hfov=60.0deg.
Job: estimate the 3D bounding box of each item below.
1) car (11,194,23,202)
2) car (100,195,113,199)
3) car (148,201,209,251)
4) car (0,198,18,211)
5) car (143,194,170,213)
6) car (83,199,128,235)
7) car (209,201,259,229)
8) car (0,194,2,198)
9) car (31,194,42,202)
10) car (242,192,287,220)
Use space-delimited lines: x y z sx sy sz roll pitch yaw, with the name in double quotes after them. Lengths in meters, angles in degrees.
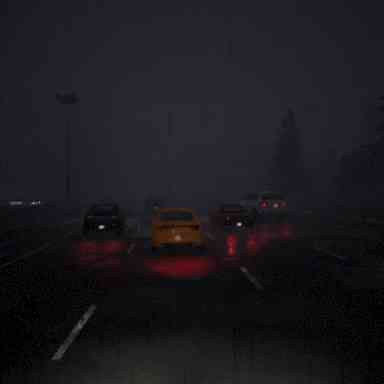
-34.847 1.162 66.119 2.128 1.511 4.902 -1 1 -28 "car"
-14.580 1.160 56.556 1.812 1.442 4.674 0 0 -23 "car"
-0.693 1.370 13.729 1.882 1.535 5.008 0 1 -5 "car"
-17.501 1.468 29.709 1.895 1.301 4.718 0 0 -13 "car"
-3.872 1.245 33.634 2.128 1.511 4.902 0 1 -12 "car"
-4.548 1.375 17.872 2.128 1.511 4.902 0 0 -8 "car"
2.234 1.425 20.126 1.895 1.301 4.718 0 0 -8 "car"
-41.340 0.950 70.284 2.097 1.767 4.553 -1 1 -30 "car"
-31.837 1.125 67.905 2.128 1.511 4.902 -1 1 -28 "car"
5.145 0.986 25.028 2.150 2.045 5.566 0 0 -10 "car"
